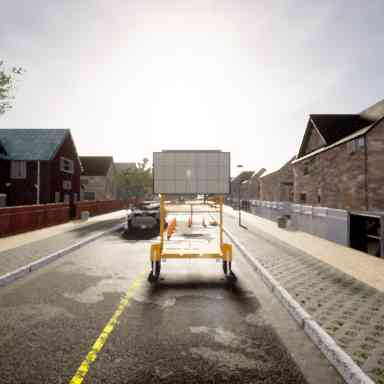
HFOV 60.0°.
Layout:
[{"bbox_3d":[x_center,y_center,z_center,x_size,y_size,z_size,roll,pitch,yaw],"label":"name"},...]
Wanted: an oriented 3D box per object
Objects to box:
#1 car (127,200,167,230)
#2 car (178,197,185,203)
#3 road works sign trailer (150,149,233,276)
[{"bbox_3d":[-2.763,1.410,21.255,2.097,1.767,4.553,0,0,0],"label":"car"},{"bbox_3d":[-2.809,2.217,90.207,1.837,1.490,4.892,0,-1,0],"label":"car"},{"bbox_3d":[-0.010,0.483,10.386,2.380,3.560,2.880,0,0,1],"label":"road works sign trailer"}]
